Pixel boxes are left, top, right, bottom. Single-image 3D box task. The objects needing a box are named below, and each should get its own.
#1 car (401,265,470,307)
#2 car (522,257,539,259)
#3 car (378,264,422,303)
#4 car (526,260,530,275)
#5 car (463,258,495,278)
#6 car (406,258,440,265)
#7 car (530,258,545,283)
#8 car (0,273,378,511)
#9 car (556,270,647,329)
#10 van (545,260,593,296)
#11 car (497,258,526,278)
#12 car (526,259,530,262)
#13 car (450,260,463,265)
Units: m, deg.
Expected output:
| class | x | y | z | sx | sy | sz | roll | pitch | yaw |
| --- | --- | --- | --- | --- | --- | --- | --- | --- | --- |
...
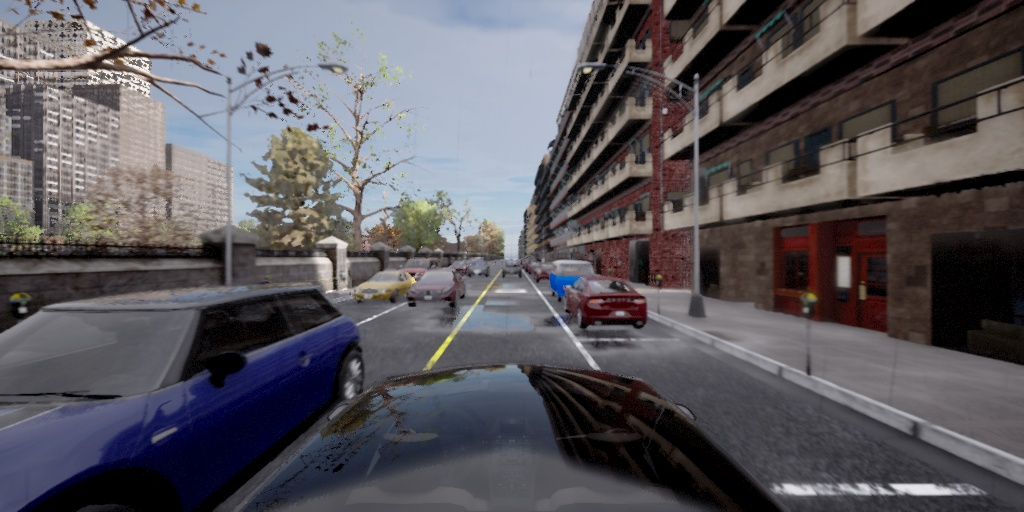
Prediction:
| class | x | y | z | sx | sy | sz | roll | pitch | yaw |
| --- | --- | --- | --- | --- | --- | --- | --- | --- | --- |
| car | -3.096 | 1.278 | 15.545 | 1.812 | 1.442 | 4.674 | 0 | 0 | 0 |
| car | 2.684 | 1.088 | 44.933 | 2.192 | 1.841 | 5.009 | 0 | 0 | 0 |
| car | -5.692 | 1.277 | 16.612 | 1.751 | 1.417 | 4.829 | 0 | 0 | 0 |
| car | 2.685 | 1.313 | 33.673 | 2.007 | 1.370 | 4.403 | 0 | 0 | 0 |
| car | -3.059 | 1.255 | 34.141 | 2.128 | 1.511 | 4.902 | 0 | 0 | 0 |
| car | -5.694 | 1.069 | 22.411 | 2.192 | 1.841 | 5.009 | 0 | 0 | 0 |
| car | 2.686 | 1.198 | 28.043 | 1.967 | 1.591 | 4.097 | 0 | 0 | 0 |
| car | -3.101 | 1.102 | 3.106 | 2.097 | 1.767 | 4.553 | 0 | 0 | 0 |
| car | 2.689 | 1.296 | 11.152 | 1.888 | 1.381 | 4.507 | 0 | 0 | 0 |
| van | 2.688 | 1.093 | 16.782 | 1.690 | 1.789 | 3.998 | 0 | 0 | 0 |
| car | -0.001 | 1.256 | 34.386 | 2.128 | 1.511 | 4.902 | 0 | 0 | 0 |
| car | 2.684 | 1.313 | 39.302 | 1.888 | 1.381 | 4.507 | 0 | 0 | 0 |
| car | -5.696 | 1.207 | 39.302 | 1.967 | 1.591 | 4.097 | 0 | 0 | 0 |
